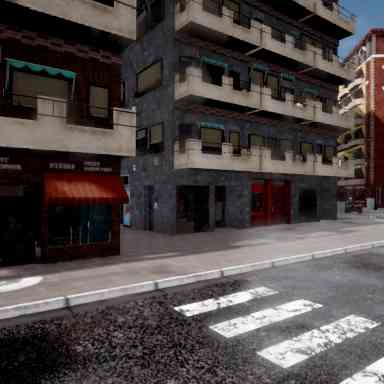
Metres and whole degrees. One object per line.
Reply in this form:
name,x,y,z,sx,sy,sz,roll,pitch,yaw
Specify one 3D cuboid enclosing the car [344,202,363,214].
car,17.813,1.790,38.250,1.895,1.301,4.718,0,0,5
